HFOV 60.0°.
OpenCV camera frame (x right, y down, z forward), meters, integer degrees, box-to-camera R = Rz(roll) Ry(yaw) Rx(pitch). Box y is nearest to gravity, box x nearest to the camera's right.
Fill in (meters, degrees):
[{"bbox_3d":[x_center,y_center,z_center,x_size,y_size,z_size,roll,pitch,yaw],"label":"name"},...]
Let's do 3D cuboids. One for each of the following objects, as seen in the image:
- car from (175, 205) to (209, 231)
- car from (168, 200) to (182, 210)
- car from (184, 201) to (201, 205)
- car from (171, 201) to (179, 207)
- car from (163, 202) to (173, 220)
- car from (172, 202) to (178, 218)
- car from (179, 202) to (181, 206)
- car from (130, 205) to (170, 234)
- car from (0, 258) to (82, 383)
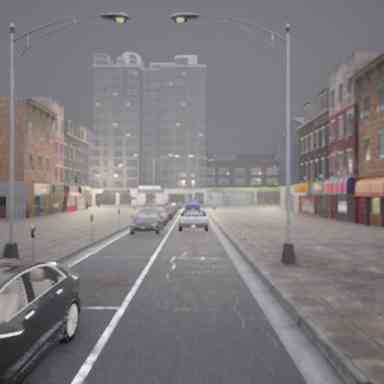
[{"bbox_3d":[0.094,1.808,22.424,1.895,1.301,4.718,0,-1,0],"label":"car"},{"bbox_3d":[-2.655,2.053,52.931,1.947,1.339,4.313,0,-1,0],"label":"car"},{"bbox_3d":[0.088,1.856,41.007,1.882,1.535,5.008,0,-1,0],"label":"car"},{"bbox_3d":[-2.650,1.919,36.575,1.802,1.307,4.206,0,-1,0],"label":"car"},{"bbox_3d":[-2.647,1.761,25.501,1.752,1.417,4.829,0,-1,0],"label":"car"},{"bbox_3d":[-2.649,1.854,31.124,1.947,1.339,4.313,0,-1,0],"label":"car"},{"bbox_3d":[-2.652,1.953,42.027,1.947,1.339,4.313,0,-1,0],"label":"car"},{"bbox_3d":[-2.646,1.738,20.220,2.008,1.369,4.403,0,-1,0],"label":"car"},{"bbox_3d":[-2.641,1.588,3.864,2.008,1.369,4.403,0,-1,0],"label":"car"}]
